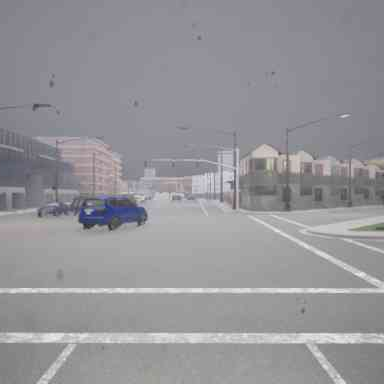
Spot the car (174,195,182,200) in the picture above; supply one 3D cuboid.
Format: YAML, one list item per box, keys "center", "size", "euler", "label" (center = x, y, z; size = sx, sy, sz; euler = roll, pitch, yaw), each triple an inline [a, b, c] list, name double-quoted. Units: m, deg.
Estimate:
- center: [-3.648, 1.379, 87.866]
  size: [1.895, 1.301, 4.718]
  euler: [0, -2, 0]
  label: "car"

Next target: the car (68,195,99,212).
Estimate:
- center: [-14.169, 1.428, 43.819]
  size: [2.150, 2.045, 5.566]
  euler: [0, 0, 0]
  label: "car"

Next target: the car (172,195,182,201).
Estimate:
- center: [-3.630, 1.345, 77.408]
  size: [2.128, 1.511, 4.902]
  euler: [0, -1, 0]
  label: "car"

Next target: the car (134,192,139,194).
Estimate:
- center: [-10.677, 1.307, 54.963]
  size: [2.150, 2.045, 5.566]
  euler: [0, 1, 0]
  label: "car"

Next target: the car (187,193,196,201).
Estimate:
- center: [-0.131, 1.420, 77.859]
  size: [1.895, 1.301, 4.718]
  euler: [0, -1, 0]
  label: "car"

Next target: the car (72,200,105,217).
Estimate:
- center: [-10.660, 1.671, 34.685]
  size: [1.882, 1.535, 5.008]
  euler: [0, 0, 0]
  label: "car"

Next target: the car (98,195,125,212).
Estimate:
- center: [-10.665, 1.421, 44.617]
  size: [2.150, 2.045, 5.566]
  euler: [0, 1, 1]
  label: "car"

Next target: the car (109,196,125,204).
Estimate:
- center: [-14.143, 1.500, 62.939]
  size: [1.994, 1.385, 4.181]
  euler: [0, 1, 1]
  label: "car"

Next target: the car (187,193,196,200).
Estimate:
- center: [-0.148, 1.139, 87.819]
  size: [2.097, 1.767, 4.553]
  euler: [0, -2, 0]
  label: "car"

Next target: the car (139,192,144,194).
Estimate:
- center: [-10.640, 1.115, 65.727]
  size: [2.150, 2.045, 5.566]
  euler: [0, 1, 0]
  label: "car"

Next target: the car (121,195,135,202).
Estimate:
- center: [-14.124, 1.364, 73.439]
  size: [2.033, 1.411, 5.357]
  euler: [0, 0, 0]
  label: "car"

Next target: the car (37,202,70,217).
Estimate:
- center: [-14.161, 1.718, 34.248]
  size: [1.812, 1.442, 4.674]
  euler: [0, 0, 0]
  label: "car"

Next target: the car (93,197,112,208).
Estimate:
- center: [-14.176, 1.641, 53.116]
  size: [1.812, 1.442, 4.674]
  euler: [0, 1, 0]
  label: "car"

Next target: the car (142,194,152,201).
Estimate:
- center: [-10.633, 1.306, 78.867]
  size: [1.882, 1.535, 5.008]
  euler: [0, 0, 0]
  label: "car"

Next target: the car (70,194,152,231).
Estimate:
- center: [-5.089, 1.347, 22.008]
  size: [2.150, 2.045, 5.566]
  euler: [0, 0, 22]
  label: "car"
